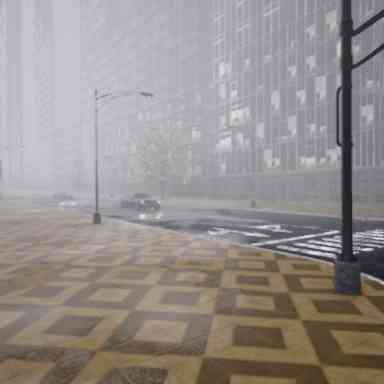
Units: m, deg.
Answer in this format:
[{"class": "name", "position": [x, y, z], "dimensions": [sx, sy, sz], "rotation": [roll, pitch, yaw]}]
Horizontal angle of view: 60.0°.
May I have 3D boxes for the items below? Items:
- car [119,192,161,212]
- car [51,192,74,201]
[{"class": "car", "position": [-4.651, 0.795, 29.489], "dimensions": [2.097, 1.767, 4.553], "rotation": [-1, 1, -38]}, {"class": "car", "position": [-18.319, 0.640, 47.075], "dimensions": [1.895, 1.301, 4.718], "rotation": [-1, 1, -38]}]
